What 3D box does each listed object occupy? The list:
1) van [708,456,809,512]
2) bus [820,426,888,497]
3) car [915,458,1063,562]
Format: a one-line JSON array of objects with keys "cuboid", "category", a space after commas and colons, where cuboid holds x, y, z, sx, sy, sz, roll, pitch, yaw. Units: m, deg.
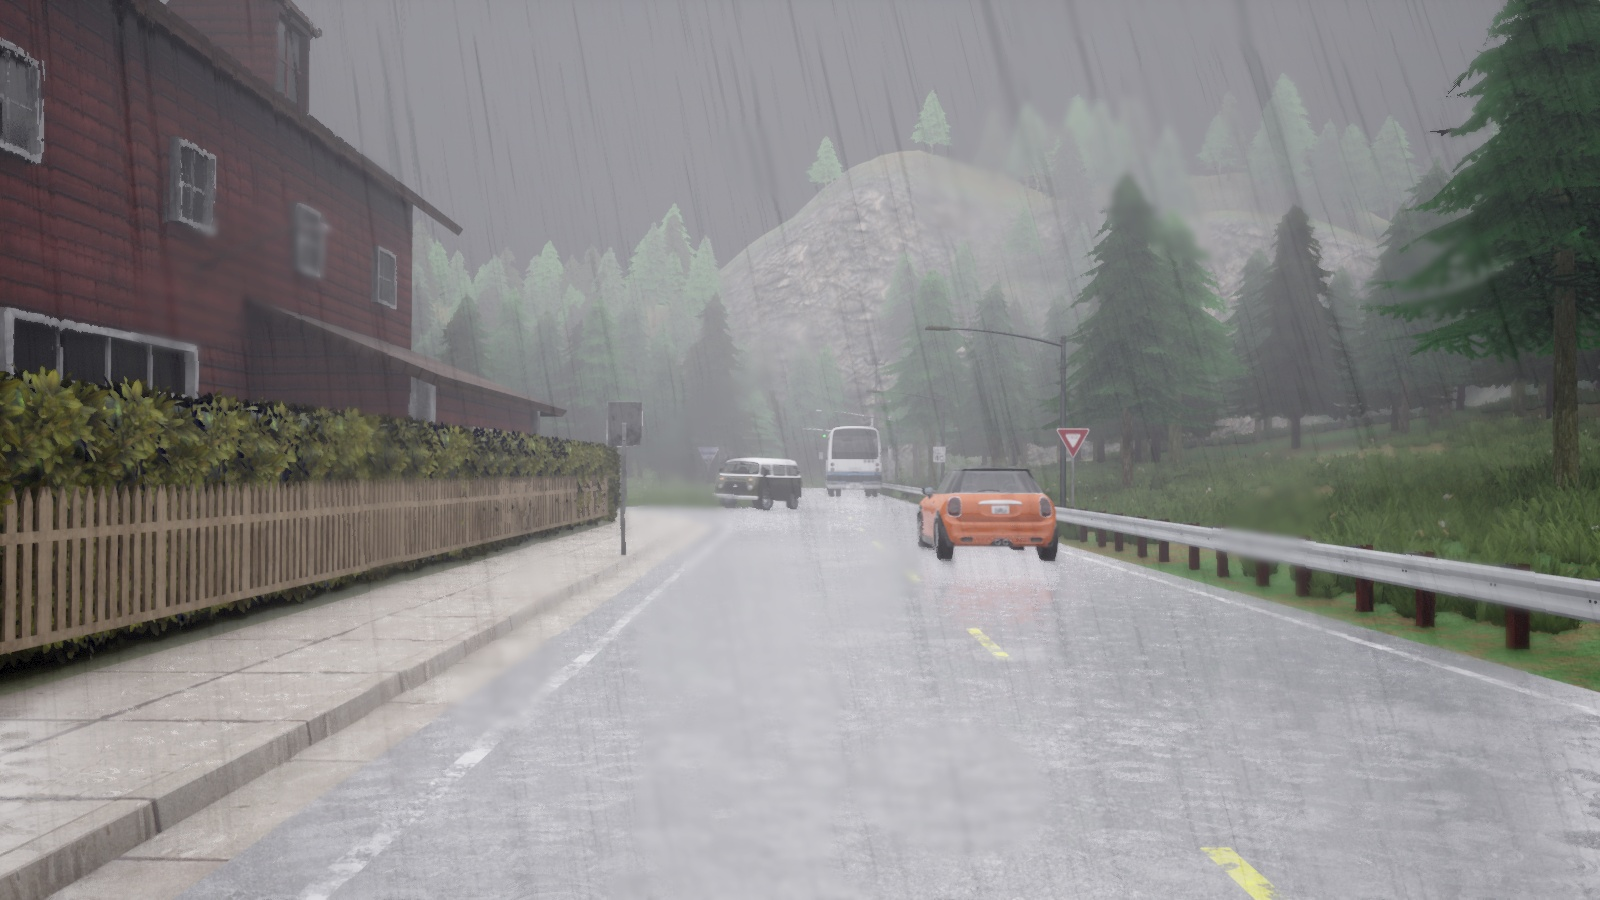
[{"cuboid": [-1.557, 1.320, 48.754, 2.069, 2.038, 4.480, 1, -2, 25], "category": "van"}, {"cuboid": [3.299, 0.770, 80.306, 3.944, 4.253, 10.273, 0, -1, 0], "category": "bus"}, {"cuboid": [3.437, 1.057, 23.757, 2.097, 1.767, 4.553, 0, -1, 0], "category": "car"}]
